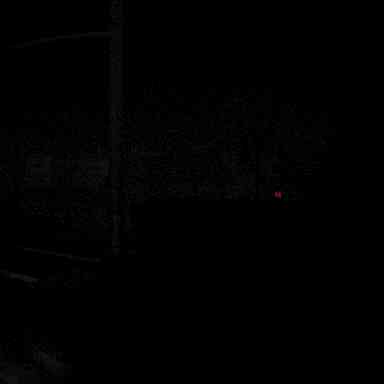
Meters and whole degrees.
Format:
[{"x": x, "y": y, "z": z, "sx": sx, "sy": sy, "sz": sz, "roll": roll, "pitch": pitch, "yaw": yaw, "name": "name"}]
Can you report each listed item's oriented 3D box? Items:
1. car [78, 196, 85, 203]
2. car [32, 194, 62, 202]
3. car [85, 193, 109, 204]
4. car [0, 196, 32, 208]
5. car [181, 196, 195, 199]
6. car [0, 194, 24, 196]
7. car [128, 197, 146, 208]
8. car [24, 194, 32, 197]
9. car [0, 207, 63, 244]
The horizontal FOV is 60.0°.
[{"x": -18.643, "y": 1.057, "z": 60.447, "sx": 1.905, "sy": 1.878, "sz": 3.866, "roll": 0, "pitch": 0, "yaw": 35, "name": "car"}, {"x": -29.089, "y": 1.128, "z": 67.835, "sx": 2.152, "sy": 1.636, "sz": 5.027, "roll": 0, "pitch": 0, "yaw": 35, "name": "car"}, {"x": -16.033, "y": 1.078, "z": 59.106, "sx": 1.932, "sy": 1.855, "sz": 4.605, "roll": 0, "pitch": 0, "yaw": 35, "name": "car"}, {"x": -15.965, "y": 1.328, "z": 27.003, "sx": 2.007, "sy": 1.523, "sz": 4.514, "roll": 0, "pitch": 0, "yaw": 35, "name": "car"}, {"x": -0.940, "y": 1.362, "z": 48.263, "sx": 1.845, "sy": 1.501, "sz": 3.633, "roll": 0, "pitch": 0, "yaw": 35, "name": "car"}, {"x": -23.797, "y": 1.302, "z": 41.877, "sx": 1.845, "sy": 1.501, "sz": 3.633, "roll": 0, "pitch": 0, "yaw": 35, "name": "car"}, {"x": -7.658, "y": 1.372, "z": 43.926, "sx": 1.970, "sy": 1.475, "sz": 3.806, "roll": 0, "pitch": 0, "yaw": 35, "name": "car"}, {"x": -34.515, "y": 1.204, "z": 71.277, "sx": 1.970, "sy": 1.475, "sz": 3.806, "roll": 0, "pitch": 0, "yaw": 35, "name": "car"}, {"x": -8.071, "y": 1.542, "z": 13.632, "sx": 2.033, "sy": 1.411, "sz": 5.357, "roll": 0, "pitch": 0, "yaw": 35, "name": "car"}]
